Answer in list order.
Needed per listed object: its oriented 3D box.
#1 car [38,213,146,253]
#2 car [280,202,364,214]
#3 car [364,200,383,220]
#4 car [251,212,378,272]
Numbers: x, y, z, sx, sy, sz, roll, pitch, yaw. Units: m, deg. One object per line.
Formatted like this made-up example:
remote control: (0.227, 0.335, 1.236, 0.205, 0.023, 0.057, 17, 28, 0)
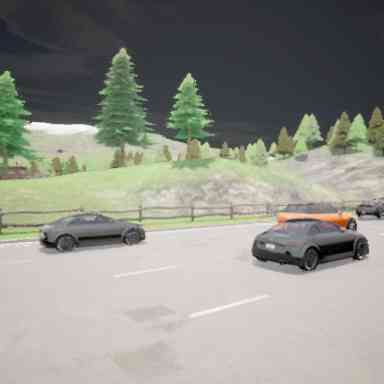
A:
car: (-4.046, 1.555, 13.756, 4.181, 1.385, 1.994, 0, 0, -35)
car: (6.358, 1.325, 16.878, 4.553, 1.767, 2.097, 0, 0, -35)
car: (15.598, 1.440, 27.767, 4.902, 1.511, 2.128, 0, 0, -36)
car: (3.911, 1.547, 10.834, 4.181, 1.385, 1.994, 0, 0, -35)
